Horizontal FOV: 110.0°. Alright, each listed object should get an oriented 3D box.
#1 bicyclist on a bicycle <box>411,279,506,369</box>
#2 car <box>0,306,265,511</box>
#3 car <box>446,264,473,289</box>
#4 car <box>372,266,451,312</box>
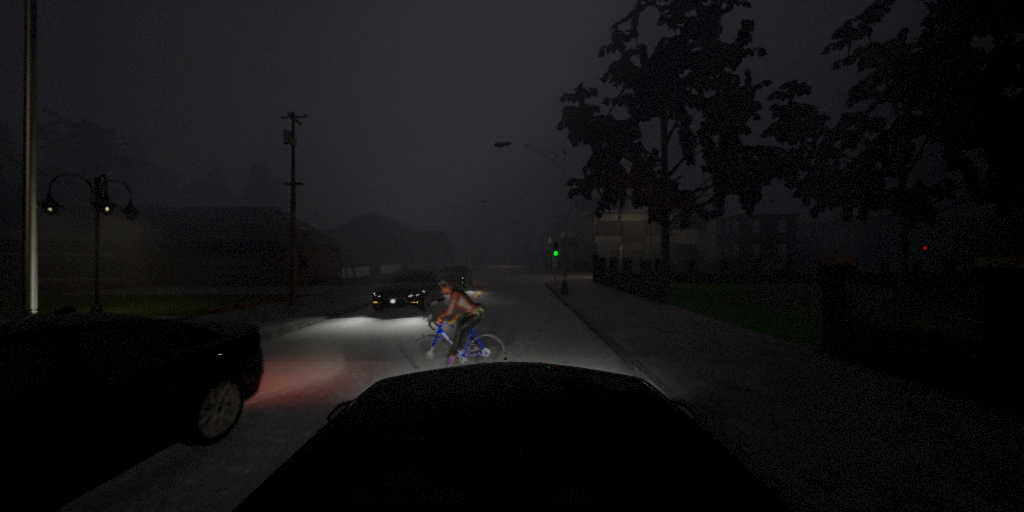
[{"bbox_3d":[-0.931,1.213,6.117,1.656,1.620,0.582,-2,0,1],"label":"bicyclist on a bicycle"},{"bbox_3d":[-4.105,1.229,2.461,1.882,1.535,5.008,0,0,1],"label":"car"},{"bbox_3d":[-3.777,1.318,24.148,1.837,1.490,4.892,0,0,1],"label":"car"},{"bbox_3d":[-3.960,1.292,14.438,1.837,1.490,4.892,0,-1,1],"label":"car"}]
